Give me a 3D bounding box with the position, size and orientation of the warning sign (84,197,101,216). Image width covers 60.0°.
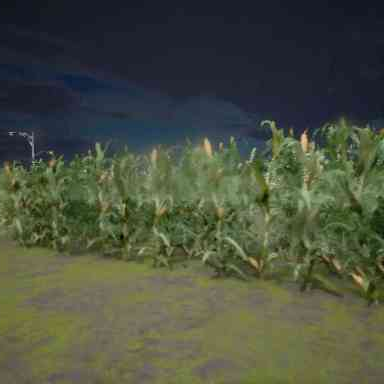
[{"bbox_3d":[-10.001,1.449,33.487,1.300,1.860,1.060,0,0,35],"label":"warning sign"}]
